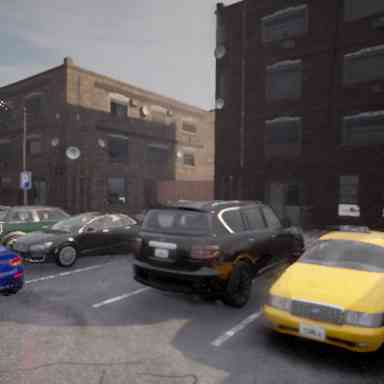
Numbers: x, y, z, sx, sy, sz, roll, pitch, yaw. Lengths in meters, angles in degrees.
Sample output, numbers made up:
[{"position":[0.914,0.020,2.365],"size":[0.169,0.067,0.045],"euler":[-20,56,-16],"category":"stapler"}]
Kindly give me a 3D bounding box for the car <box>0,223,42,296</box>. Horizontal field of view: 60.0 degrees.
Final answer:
[{"position":[-5.484,1.498,7.286],"size":[4.674,1.442,1.812],"euler":[0,0,35],"category":"car"}]

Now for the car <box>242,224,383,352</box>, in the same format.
[{"position":[3.118,1.473,6.502],"size":[1.946,1.575,5.366],"euler":[0,0,35],"category":"car"}]

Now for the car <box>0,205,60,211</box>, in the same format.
[{"position":[-5.777,1.311,13.031],"size":[2.185,1.767,4.553],"euler":[0,0,35],"category":"car"}]

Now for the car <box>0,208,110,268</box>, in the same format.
[{"position":[-3.507,1.451,11.459],"size":[2.231,1.521,4.892],"euler":[0,0,35],"category":"car"}]

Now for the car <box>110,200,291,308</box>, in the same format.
[{"position":[0.997,1.216,8.276],"size":[2.435,2.045,5.566],"euler":[0,0,35],"category":"car"}]
